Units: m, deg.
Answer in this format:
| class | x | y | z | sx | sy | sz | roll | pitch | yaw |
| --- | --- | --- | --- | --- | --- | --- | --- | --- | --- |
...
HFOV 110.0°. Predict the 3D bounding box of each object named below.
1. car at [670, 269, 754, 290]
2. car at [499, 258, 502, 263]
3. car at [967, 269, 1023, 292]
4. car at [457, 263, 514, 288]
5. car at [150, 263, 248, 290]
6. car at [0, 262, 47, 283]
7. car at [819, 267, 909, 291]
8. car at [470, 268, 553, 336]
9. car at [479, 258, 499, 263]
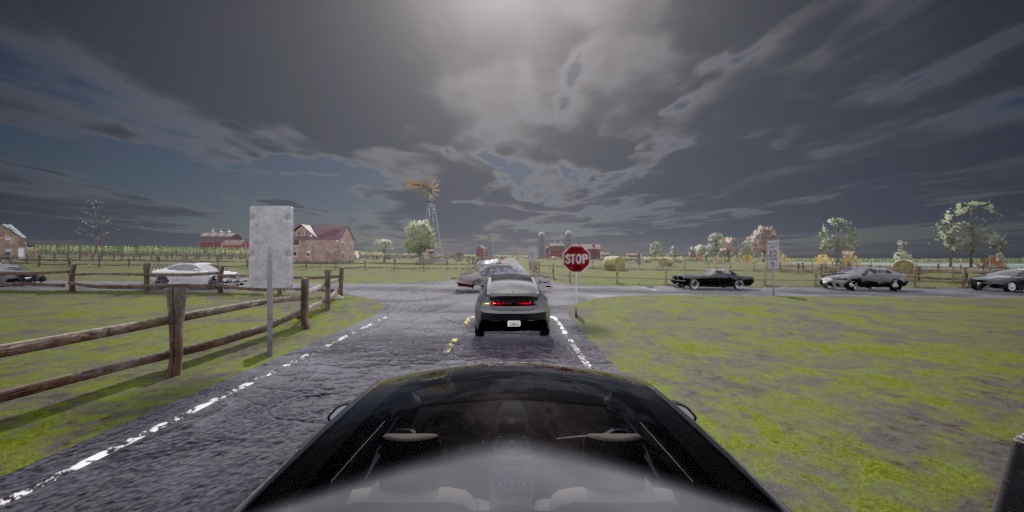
| class | x | y | z | sx | sy | sz | roll | pitch | yaw |
| --- | --- | --- | --- | --- | --- | --- | --- | --- | --- |
| car | 13.084 | 1.508 | 23.653 | 4.718 | 1.301 | 1.895 | 1 | -1 | -2 |
| car | -2.789 | 1.241 | 46.590 | 2.128 | 1.511 | 4.902 | 0 | 0 | 0 |
| car | 33.550 | 1.604 | 23.922 | 4.892 | 1.490 | 1.837 | 1 | -1 | 0 |
| car | -0.426 | 1.303 | 20.556 | 5.357 | 1.411 | 2.033 | 0 | 0 | -1 |
| car | -17.678 | 1.099 | 20.353 | 4.674 | 1.442 | 1.812 | 1 | -1 | -1 |
| car | -29.270 | 1.017 | 20.217 | 4.181 | 1.385 | 1.994 | 1 | -1 | -1 |
| car | 23.235 | 1.495 | 23.805 | 4.902 | 1.511 | 2.128 | 1 | -1 | -1 |
| car | -0.061 | 1.256 | 10.378 | 1.837 | 1.490 | 4.892 | 0 | 0 | -3 |
| car | -2.809 | 1.243 | 37.069 | 2.128 | 1.511 | 4.902 | 0 | 0 | 0 |
